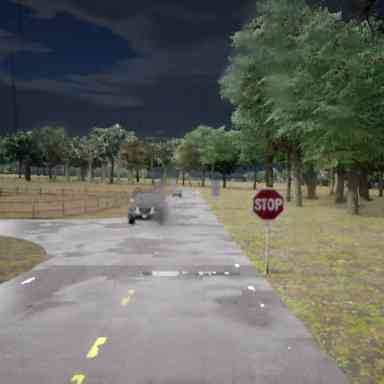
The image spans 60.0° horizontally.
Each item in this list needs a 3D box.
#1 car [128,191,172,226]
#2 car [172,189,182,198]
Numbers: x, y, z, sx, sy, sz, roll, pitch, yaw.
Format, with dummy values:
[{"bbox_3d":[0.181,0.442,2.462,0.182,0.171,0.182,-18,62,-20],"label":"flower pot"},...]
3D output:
[{"bbox_3d":[-2.744,1.045,22.036,2.150,2.045,5.566,1,0,0],"label":"car"},{"bbox_3d":[-2.752,0.250,61.248,1.837,1.490,4.892,0,2,0],"label":"car"}]
